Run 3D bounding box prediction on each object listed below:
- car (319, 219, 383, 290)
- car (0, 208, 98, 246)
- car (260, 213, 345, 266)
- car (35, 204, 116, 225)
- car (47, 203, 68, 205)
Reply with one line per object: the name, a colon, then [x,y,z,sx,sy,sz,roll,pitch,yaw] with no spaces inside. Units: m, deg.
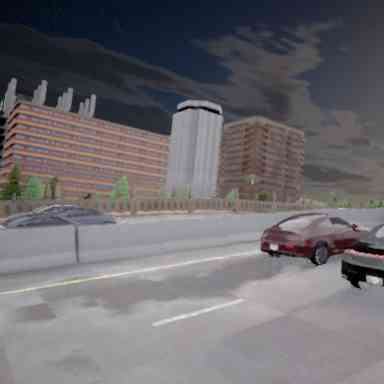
car: [5.352,1.395,7.561,4.902,1.511,2.128,-1,0,-35]
car: [-6.044,1.539,12.578,4.181,1.385,1.994,-1,0,-35]
car: [4.279,1.416,11.094,4.674,1.442,1.812,-1,0,-35]
car: [-5.977,1.510,16.923,4.181,1.385,1.994,-1,0,-35]
car: [-8.217,1.441,19.624,4.902,1.511,2.128,-1,1,-35]
